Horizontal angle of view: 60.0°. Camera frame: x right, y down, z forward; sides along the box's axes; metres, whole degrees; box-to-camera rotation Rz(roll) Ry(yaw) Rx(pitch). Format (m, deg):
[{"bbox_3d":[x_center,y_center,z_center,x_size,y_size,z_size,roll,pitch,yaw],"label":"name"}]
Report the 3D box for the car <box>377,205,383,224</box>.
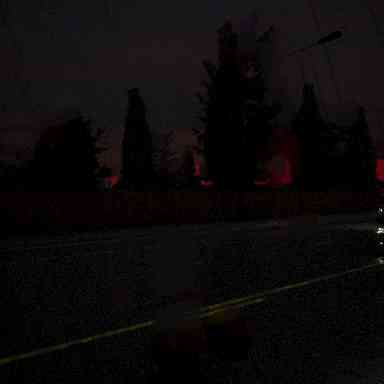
[{"bbox_3d":[15.354,1.182,23.653,5.566,2.045,2.150,0,0,-37],"label":"car"}]
